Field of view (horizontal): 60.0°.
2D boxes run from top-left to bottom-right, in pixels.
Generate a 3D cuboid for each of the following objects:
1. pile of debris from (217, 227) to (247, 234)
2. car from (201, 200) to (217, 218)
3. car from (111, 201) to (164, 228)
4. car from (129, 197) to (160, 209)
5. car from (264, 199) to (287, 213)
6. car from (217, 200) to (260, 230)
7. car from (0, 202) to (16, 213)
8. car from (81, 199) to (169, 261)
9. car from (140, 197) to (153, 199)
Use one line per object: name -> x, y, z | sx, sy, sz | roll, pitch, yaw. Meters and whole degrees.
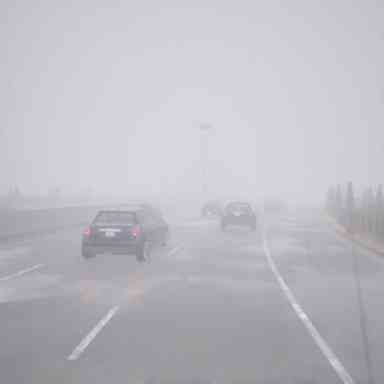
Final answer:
pile of debris -> 2.284, 2.177, 18.877 | 1.500, 0.140, 1.860 | 0, 0, 13
car -> 2.215, 1.501, 29.960 | 1.837, 1.490, 4.892 | 0, 0, 20
car -> -3.607, 1.476, 23.090 | 1.837, 1.490, 4.892 | 0, 0, 15
car -> -6.444, 1.473, 45.703 | 1.812, 1.442, 4.674 | 0, 0, 26
car -> 9.657, 1.504, 38.310 | 1.882, 1.535, 5.008 | 0, 0, 27
car -> 3.215, 1.355, 21.541 | 2.097, 1.767, 4.553 | 0, 0, 15
car -> -16.986, 1.469, 27.909 | 1.994, 1.385, 4.181 | 0, 0, 16
car -> -2.251, 1.335, 12.451 | 2.097, 1.767, 4.553 | 0, 0, 8
car -> -6.400, 1.499, 37.368 | 2.033, 1.411, 5.357 | 0, 0, 23
